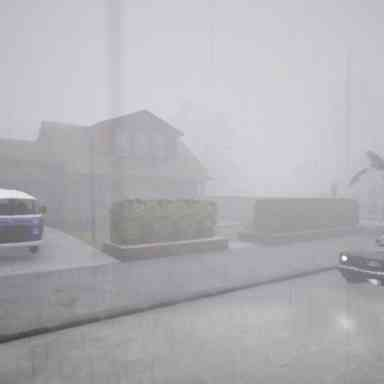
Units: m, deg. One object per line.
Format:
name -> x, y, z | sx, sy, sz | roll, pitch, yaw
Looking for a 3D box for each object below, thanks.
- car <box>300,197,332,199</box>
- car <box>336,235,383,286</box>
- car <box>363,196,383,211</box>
car -> 12.029, 1.493, 34.585 | 2.150, 2.045, 5.566 | 1, 0, -36
car -> 5.824, 1.689, 8.637 | 4.718, 1.301, 1.895 | 1, 0, -35
car -> 22.819, 1.368, 40.086 | 3.866, 1.878, 1.905 | 0, 0, 0
